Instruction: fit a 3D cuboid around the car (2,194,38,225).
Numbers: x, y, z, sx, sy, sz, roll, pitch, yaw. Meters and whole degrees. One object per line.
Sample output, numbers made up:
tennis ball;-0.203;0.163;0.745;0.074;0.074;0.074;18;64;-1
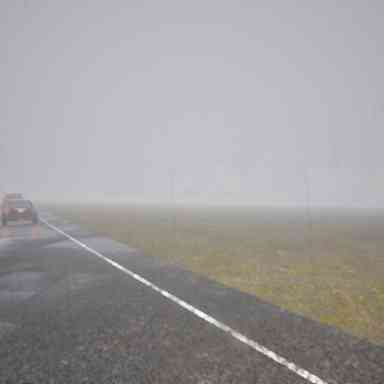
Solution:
car;-12.357;1.276;23.806;2.097;1.767;4.553;0;0;-30
